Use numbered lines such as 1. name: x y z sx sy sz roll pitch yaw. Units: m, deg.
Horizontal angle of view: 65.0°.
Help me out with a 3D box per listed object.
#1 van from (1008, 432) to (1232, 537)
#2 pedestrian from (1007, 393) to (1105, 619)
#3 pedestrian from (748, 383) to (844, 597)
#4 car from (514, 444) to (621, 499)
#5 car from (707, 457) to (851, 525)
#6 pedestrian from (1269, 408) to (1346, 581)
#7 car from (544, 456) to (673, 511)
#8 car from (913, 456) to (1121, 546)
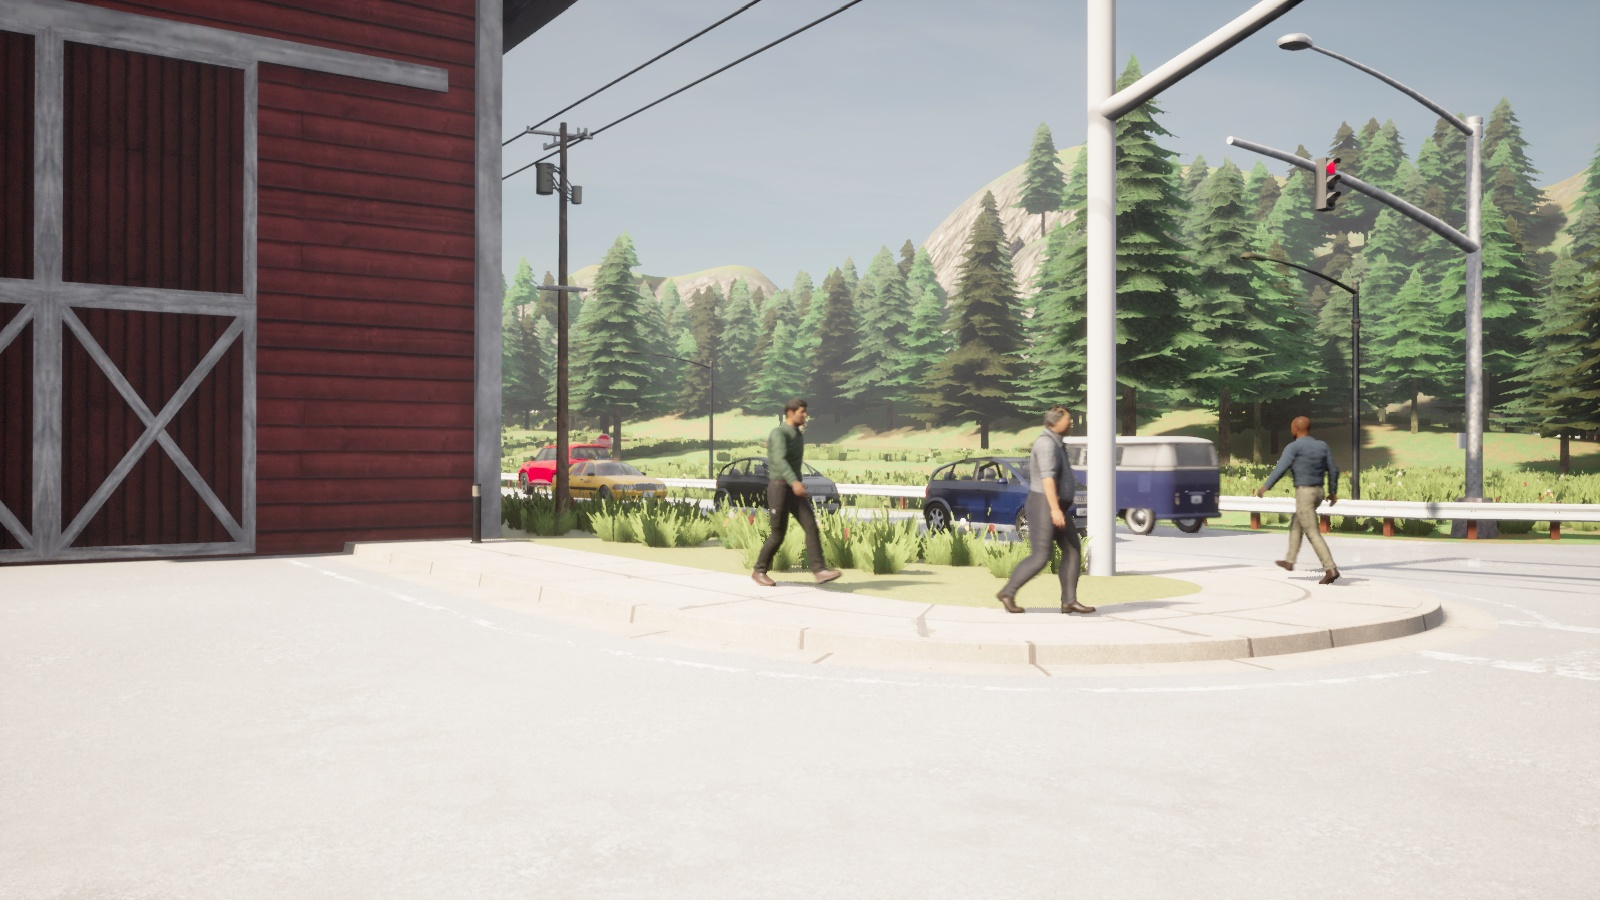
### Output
1. van: 6.543 0.673 26.159 1.775 1.987 4.442 0 0 -34
2. pedestrian: 2.182 0.461 10.687 0.694 1.848 0.540 0 0 27
3. pedestrian: -0.038 0.367 11.822 0.788 1.949 0.423 0 0 32
4. car: -9.297 0.828 49.836 2.150 2.045 5.566 0 0 -34
5. car: -0.571 0.945 30.515 1.789 1.549 3.705 0 0 -34
6. pedestrian: 5.531 0.474 13.711 0.370 1.835 0.726 0 0 -21
7. car: -5.979 0.969 38.590 1.801 1.575 5.366 0 0 -34
8. car: 4.009 0.891 23.679 1.789 1.549 3.705 0 0 -34
